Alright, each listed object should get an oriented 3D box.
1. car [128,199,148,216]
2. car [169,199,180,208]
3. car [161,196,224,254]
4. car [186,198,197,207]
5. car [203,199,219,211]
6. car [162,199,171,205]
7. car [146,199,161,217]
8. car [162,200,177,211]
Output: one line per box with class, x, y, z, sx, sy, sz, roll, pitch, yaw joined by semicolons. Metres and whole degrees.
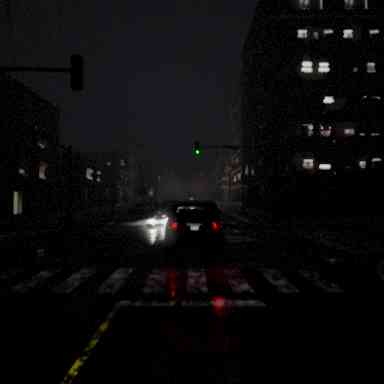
car;-5.787;1.829;36.074;1.887;1.381;4.507;1;0;0
car;-3.093;1.998;59.914;1.812;1.442;4.674;0;0;0
car;0.089;1.337;14.088;2.150;2.045;5.566;0;0;0
car;-0.060;1.994;63.750;2.128;1.511;4.902;0;0;0
car;2.661;1.815;47.513;1.967;1.590;4.097;1;0;0
car;-5.749;2.180;75.876;1.802;1.307;4.206;1;0;0
car;-3.121;1.764;34.493;2.128;1.511;4.902;0;0;0
car;-3.116;1.880;47.539;1.837;1.490;4.892;0;-1;0
